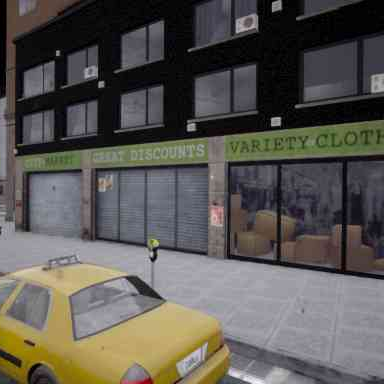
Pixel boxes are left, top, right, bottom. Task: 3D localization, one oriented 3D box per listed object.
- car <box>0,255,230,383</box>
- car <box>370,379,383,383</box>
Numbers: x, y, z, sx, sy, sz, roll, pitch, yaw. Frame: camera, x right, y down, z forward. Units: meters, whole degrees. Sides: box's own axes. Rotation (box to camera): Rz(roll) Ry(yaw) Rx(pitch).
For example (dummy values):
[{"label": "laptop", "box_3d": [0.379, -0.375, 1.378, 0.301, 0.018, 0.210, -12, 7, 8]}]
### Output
[{"label": "car", "box_3d": [-1.875, 1.524, 4.428, 4.829, 1.417, 1.752, 0, 1, 36]}, {"label": "car", "box_3d": [2.810, 1.551, 1.085, 4.403, 1.369, 2.008, 0, 1, 36]}]
